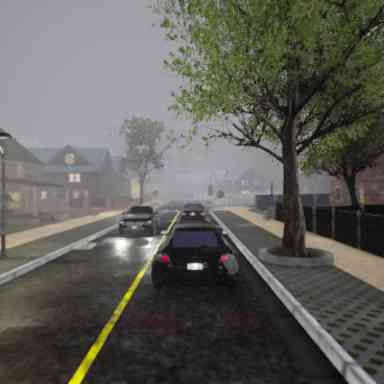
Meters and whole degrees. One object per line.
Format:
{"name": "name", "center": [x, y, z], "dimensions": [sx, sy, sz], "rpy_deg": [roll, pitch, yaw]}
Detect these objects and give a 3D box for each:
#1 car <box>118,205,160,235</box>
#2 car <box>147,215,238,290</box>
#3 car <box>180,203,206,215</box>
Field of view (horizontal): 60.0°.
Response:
{"name": "car", "center": [-2.846, 1.481, 18.744], "dimensions": [1.812, 1.442, 4.674], "rpy_deg": [0, 0, 0]}
{"name": "car", "center": [0.071, 1.543, 9.074], "dimensions": [1.994, 1.385, 4.181], "rpy_deg": [0, 0, 0]}
{"name": "car", "center": [0.071, 1.488, 24.423], "dimensions": [2.033, 1.411, 5.357], "rpy_deg": [0, 0, 0]}
